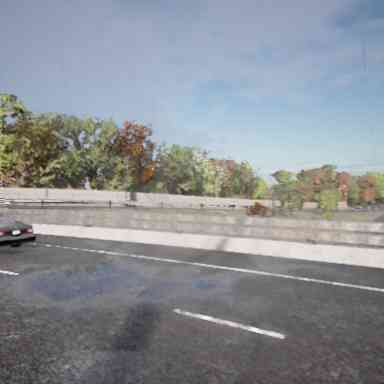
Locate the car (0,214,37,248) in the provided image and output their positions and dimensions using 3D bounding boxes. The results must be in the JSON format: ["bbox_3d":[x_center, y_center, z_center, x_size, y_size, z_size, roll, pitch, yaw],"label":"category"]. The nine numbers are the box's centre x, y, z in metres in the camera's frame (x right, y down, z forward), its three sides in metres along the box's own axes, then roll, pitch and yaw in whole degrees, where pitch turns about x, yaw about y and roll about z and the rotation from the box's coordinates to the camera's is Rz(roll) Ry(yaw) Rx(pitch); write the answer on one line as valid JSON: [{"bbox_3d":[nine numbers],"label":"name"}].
[{"bbox_3d":[-8.624,1.525,13.257,5.357,1.411,2.033,0,0,27],"label":"car"}]
